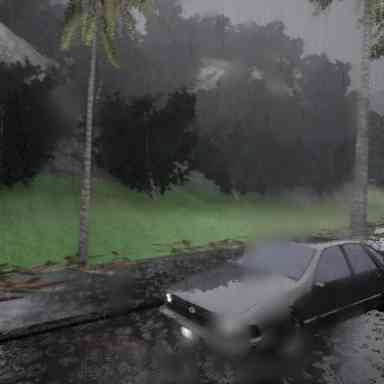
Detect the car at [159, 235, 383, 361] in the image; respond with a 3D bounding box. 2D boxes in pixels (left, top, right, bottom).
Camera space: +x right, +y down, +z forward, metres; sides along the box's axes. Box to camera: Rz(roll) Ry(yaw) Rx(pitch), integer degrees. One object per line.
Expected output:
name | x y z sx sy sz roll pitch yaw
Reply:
car | 2.104 1.553 6.108 5.357 1.411 2.033 0 0 -36
